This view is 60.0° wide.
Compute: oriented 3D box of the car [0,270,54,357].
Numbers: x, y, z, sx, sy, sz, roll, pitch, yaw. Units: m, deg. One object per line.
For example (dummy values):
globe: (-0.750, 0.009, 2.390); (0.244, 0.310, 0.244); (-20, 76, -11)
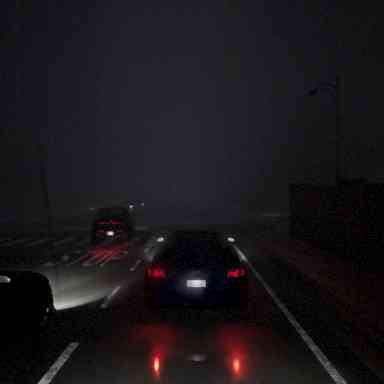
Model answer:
car: (-3.397, 1.563, 4.120); (1.994, 1.385, 4.181); (0, 0, 0)

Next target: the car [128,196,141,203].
car: (-10.464, 1.547, 56.229); (2.033, 1.411, 5.357); (0, 0, 0)

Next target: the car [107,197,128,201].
car: (-10.494, 1.478, 45.578); (1.882, 1.535, 5.008); (0, 0, 0)

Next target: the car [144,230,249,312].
car: (0.092, 1.564, 7.799); (1.994, 1.385, 4.181); (0, 0, 0)

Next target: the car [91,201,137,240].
car: (-3.941, 1.491, 16.931); (1.837, 1.490, 4.892); (1, 1, -9)

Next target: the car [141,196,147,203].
car: (-10.368, 1.503, 67.462); (1.837, 1.490, 4.892); (0, 0, 1)
